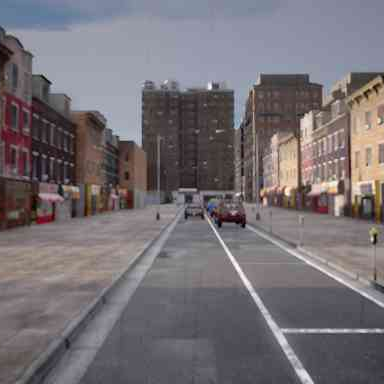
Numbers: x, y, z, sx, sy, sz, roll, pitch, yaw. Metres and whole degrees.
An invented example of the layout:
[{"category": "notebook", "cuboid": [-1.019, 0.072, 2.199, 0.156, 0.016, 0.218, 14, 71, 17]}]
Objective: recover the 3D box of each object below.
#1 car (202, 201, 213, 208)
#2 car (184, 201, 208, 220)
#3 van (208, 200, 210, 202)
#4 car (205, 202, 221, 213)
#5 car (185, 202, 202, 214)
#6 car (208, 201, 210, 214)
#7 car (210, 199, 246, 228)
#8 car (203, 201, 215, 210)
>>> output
[{"category": "car", "cuboid": [2.918, 2.359, 62.523, 1.802, 1.307, 4.206, 1, -1, 0]}, {"category": "car", "cuboid": [0.223, 1.847, 32.670, 2.128, 1.511, 4.902, 0, -1, 0]}, {"category": "van", "cuboid": [2.830, 1.802, 40.776, 1.690, 1.788, 3.998, 1, -1, 0]}, {"category": "car", "cuboid": [2.849, 2.081, 46.210, 1.887, 1.381, 4.507, 1, -1, 0]}, {"category": "car", "cuboid": [0.236, 2.048, 43.714, 2.033, 1.411, 5.357, 0, -1, 1]}, {"category": "car", "cuboid": [2.802, 1.971, 35.335, 1.802, 1.307, 4.206, 1, -1, 0]}, {"category": "car", "cuboid": [2.761, 1.571, 24.463, 2.192, 1.841, 5.009, 1, -1, 0]}, {"category": "car", "cuboid": [2.894, 2.277, 57.085, 1.802, 1.307, 4.206, 1, -1, 0]}]
